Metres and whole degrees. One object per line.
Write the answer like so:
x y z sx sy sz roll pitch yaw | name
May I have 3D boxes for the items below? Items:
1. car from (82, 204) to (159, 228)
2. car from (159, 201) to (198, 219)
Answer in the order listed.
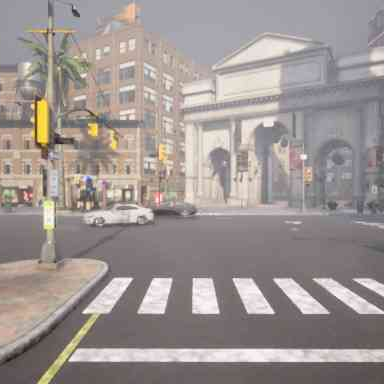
-4.923 1.521 22.330 4.674 1.442 1.812 0 -1 -30 | car
-1.930 1.485 28.343 4.902 1.511 2.128 0 0 0 | car
